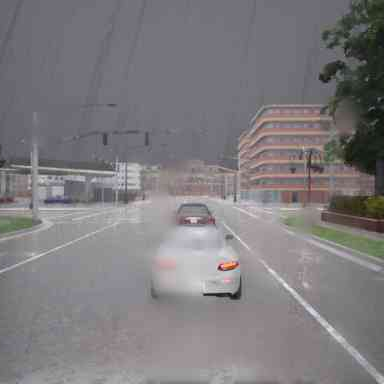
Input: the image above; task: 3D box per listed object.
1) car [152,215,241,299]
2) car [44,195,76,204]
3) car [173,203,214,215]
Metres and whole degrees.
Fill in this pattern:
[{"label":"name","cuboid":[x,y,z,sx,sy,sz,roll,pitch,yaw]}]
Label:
[{"label":"car","cuboid":[0.094,1.526,8.306,1.812,1.442,4.674,0,0,0]},{"label":"car","cuboid":[-23.388,1.295,58.028,4.611,1.667,2.242,0,0,1]},{"label":"car","cuboid":[0.079,1.352,17.299,2.097,1.767,4.553,0,0,0]}]
